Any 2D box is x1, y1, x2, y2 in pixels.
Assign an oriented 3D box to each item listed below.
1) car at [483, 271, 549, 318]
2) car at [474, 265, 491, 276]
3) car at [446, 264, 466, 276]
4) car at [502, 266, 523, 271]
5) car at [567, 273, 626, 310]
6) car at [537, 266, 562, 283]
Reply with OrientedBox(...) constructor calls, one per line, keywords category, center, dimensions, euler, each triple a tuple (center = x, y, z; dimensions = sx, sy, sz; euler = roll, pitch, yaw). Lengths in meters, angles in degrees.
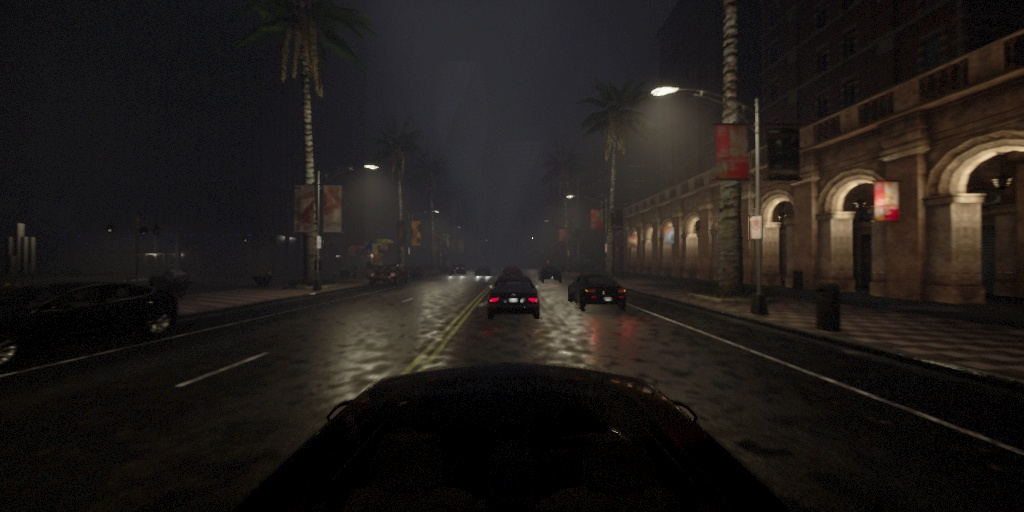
OrientedBox(category="car", center=(0.068, 1.457, 13.730), dimensions=(2.033, 1.411, 5.357), euler=(0, -1, 1))
OrientedBox(category="car", center=(-3.799, 1.923, 47.537), dimensions=(1.994, 1.385, 4.181), euler=(0, -1, 0))
OrientedBox(category="car", center=(-7.306, 1.877, 48.529), dimensions=(1.837, 1.490, 4.892), euler=(0, -1, 0))
OrientedBox(category="car", center=(0.009, 1.672, 35.156), dimensions=(1.882, 1.535, 5.008), euler=(0, -1, 0))
OrientedBox(category="car", center=(3.583, 1.461, 15.649), dimensions=(1.812, 1.442, 4.674), euler=(0, -1, 0))
OrientedBox(category="car", center=(3.520, 1.682, 33.861), dimensions=(1.837, 1.490, 4.892), euler=(0, -1, 0))
